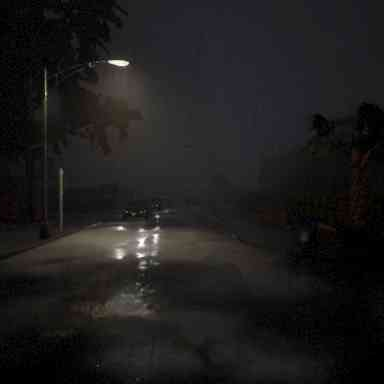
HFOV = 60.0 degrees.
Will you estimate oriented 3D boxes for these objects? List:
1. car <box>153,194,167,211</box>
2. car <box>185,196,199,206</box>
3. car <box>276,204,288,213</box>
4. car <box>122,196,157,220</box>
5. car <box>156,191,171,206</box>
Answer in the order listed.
[{"bbox_3d":[-4.089,1.225,35.540,1.837,1.490,4.892,0,0,0],"label":"car"},{"bbox_3d":[0.004,1.231,47.139,1.895,1.301,4.718,0,0,0],"label":"car"},{"bbox_3d":[8.881,1.163,24.473,5.357,1.415,2.033,0,0,3],"label":"car"},{"bbox_3d":[-4.095,1.302,25.720,1.837,1.490,4.892,0,0,0],"label":"car"},{"bbox_3d":[-4.068,0.861,46.022,2.150,2.045,5.566,0,0,0],"label":"car"}]
